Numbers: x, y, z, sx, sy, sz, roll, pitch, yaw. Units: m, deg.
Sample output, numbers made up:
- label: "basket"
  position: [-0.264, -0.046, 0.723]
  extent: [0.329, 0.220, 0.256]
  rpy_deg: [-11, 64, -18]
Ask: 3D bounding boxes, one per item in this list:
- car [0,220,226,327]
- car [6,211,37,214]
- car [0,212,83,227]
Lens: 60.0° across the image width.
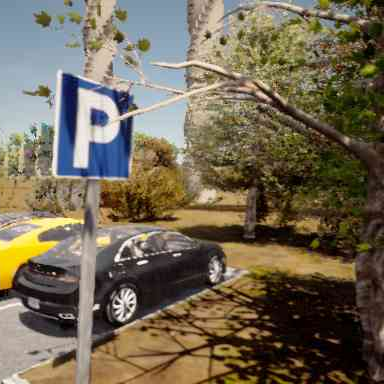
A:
- label: "car"
  position: [-1.036, 1.440, 7.107]
  extent: [2.231, 1.521, 4.892]
  rpy_deg: [1, 0, 36]
- label: "car"
  position: [-5.508, 1.386, 10.322]
  extent: [2.231, 1.521, 4.892]
  rpy_deg: [1, 0, 36]
- label: "car"
  position: [-3.276, 1.413, 8.711]
  extent: [2.097, 1.535, 5.008]
  rpy_deg: [1, 0, 36]
